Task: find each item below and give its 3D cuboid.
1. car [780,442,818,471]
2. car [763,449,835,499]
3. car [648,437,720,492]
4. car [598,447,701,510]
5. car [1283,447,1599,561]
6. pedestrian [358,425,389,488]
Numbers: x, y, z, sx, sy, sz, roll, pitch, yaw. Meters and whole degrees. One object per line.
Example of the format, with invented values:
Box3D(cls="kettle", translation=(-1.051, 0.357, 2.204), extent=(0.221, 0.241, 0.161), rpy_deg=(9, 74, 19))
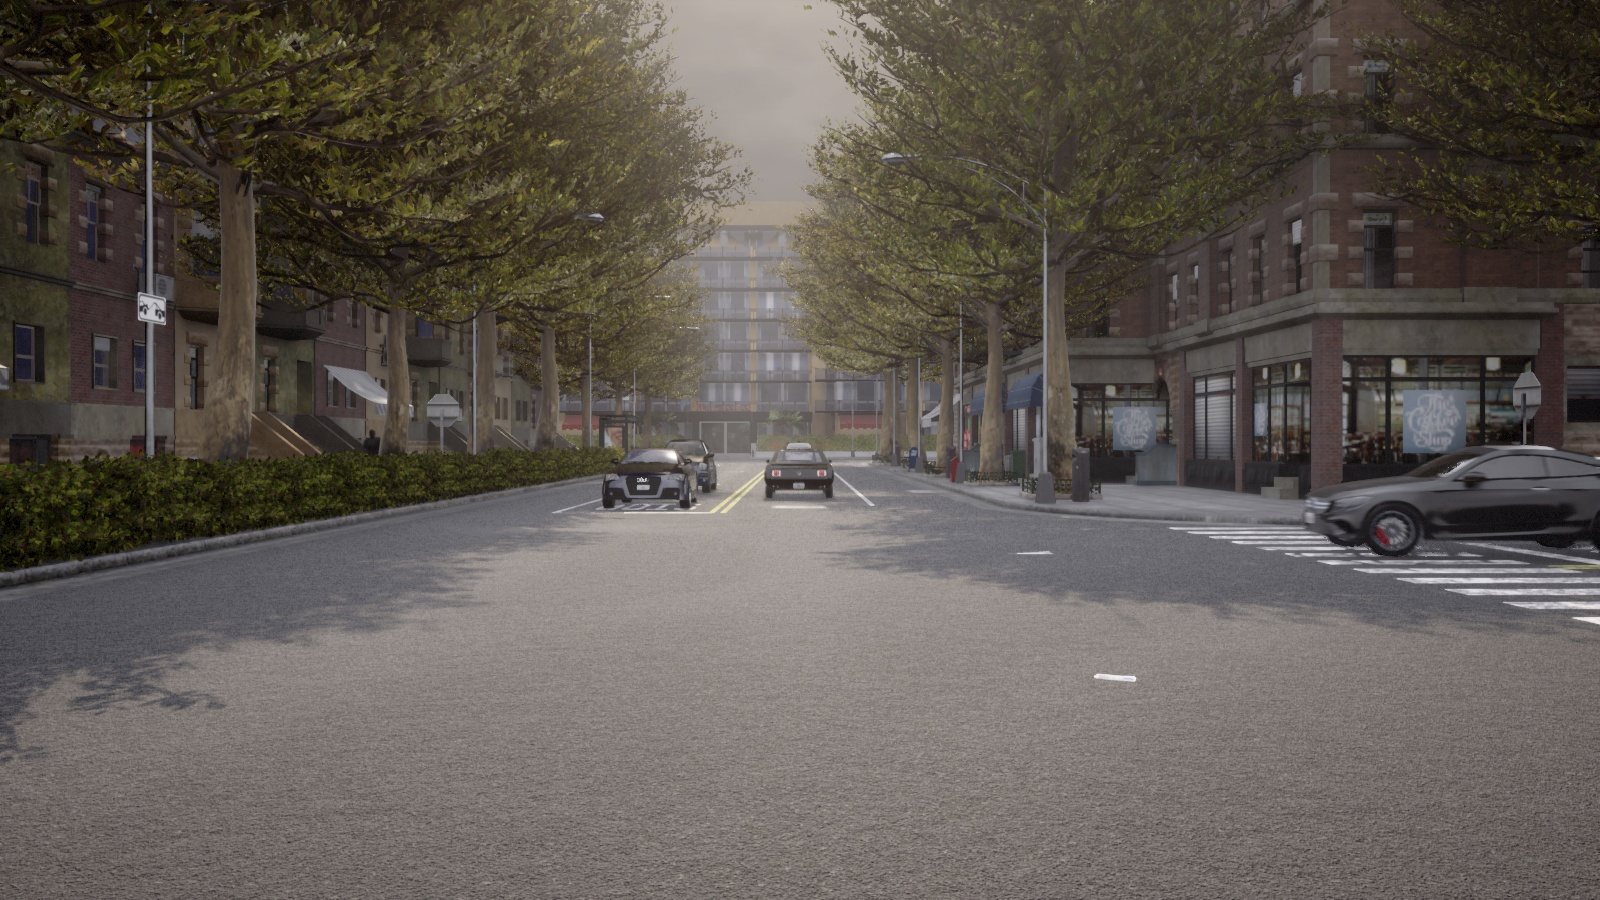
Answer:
Box3D(cls="car", translation=(-0.049, 0.314, 67.182), extent=(2.007, 1.525, 4.514), rpy_deg=(0, 0, 0))
Box3D(cls="car", translation=(-0.026, 0.646, 35.656), extent=(1.895, 1.301, 4.718), rpy_deg=(0, 0, 0))
Box3D(cls="car", translation=(-3.528, 0.422, 38.868), extent=(1.851, 1.617, 3.988), rpy_deg=(0, 0, 0))
Box3D(cls="car", translation=(-3.518, 0.638, 30.072), extent=(1.994, 1.385, 4.181), rpy_deg=(0, 0, 0))
Box3D(cls="car", translation=(9.220, 0.684, 17.018), extent=(4.674, 1.442, 1.812), rpy_deg=(0, 0, 5))
Box3D(cls="pedestrian", translation=(-12.895, 0.178, 37.970), extent=(0.563, 1.883, 0.849), rpy_deg=(0, 0, 7))
